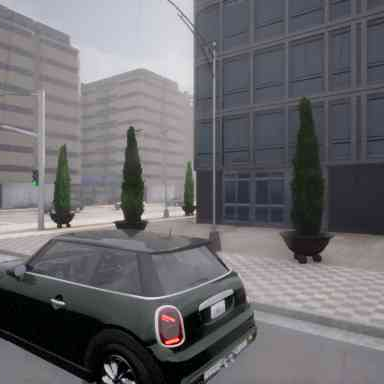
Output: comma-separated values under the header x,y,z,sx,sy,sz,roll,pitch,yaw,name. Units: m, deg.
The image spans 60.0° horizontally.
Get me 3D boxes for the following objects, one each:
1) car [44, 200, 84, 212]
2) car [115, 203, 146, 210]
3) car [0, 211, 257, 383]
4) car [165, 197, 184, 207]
x,y,z,sx,sy,sz,roll,pitch,yaw,name
-14.052,1.560,35.953,1.837,1.490,4.892,0,0,35,car
-8.157,1.581,44.293,1.812,1.442,4.674,0,0,35,car
-1.433,1.352,5.015,4.553,1.767,2.097,0,0,35,car
-2.208,1.560,52.712,1.837,1.490,4.892,0,0,35,car
